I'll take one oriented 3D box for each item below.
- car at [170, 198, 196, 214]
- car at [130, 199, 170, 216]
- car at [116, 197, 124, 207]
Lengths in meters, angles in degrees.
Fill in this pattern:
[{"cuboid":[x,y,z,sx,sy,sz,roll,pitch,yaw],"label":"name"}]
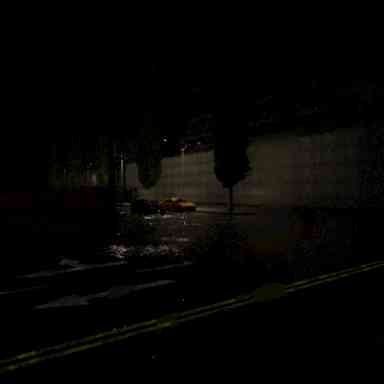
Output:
[{"cuboid":[-1.524,1.361,33.796,1.882,1.535,5.008,0,0,-36],"label":"car"},{"cuboid":[-4.311,1.431,31.675,1.812,1.442,4.674,0,0,-36],"label":"car"},{"cuboid":[-11.396,1.389,47.380,1.837,1.490,4.892,0,0,-36],"label":"car"}]
